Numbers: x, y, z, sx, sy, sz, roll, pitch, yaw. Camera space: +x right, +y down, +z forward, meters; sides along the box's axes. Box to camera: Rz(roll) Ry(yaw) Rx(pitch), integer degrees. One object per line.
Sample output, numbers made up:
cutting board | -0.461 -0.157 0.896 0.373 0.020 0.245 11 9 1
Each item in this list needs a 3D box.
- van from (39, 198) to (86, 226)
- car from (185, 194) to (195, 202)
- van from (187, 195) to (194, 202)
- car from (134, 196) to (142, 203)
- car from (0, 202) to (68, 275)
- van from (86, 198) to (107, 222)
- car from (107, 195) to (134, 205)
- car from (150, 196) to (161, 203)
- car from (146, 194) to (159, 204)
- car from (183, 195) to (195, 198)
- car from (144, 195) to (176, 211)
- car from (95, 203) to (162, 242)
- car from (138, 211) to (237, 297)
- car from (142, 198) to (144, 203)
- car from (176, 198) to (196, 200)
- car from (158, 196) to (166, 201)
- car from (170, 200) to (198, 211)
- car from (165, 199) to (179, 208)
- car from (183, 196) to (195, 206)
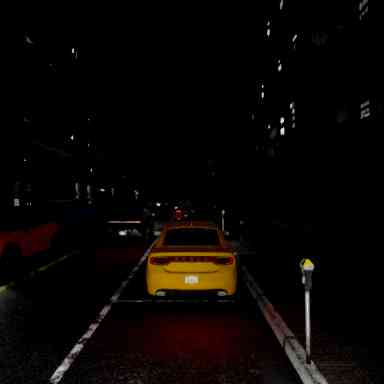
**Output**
van | -8.312 1.359 20.753 1.690 1.788 3.998 2 0 0
car | -0.473 1.521 81.536 2.192 1.841 5.009 1 0 0
van | -0.474 1.576 87.068 1.690 1.788 3.998 1 0 0
car | -8.314 1.379 42.876 2.192 1.841 5.009 1 0 0
car | -5.871 1.358 10.371 2.097 1.767 4.553 0 0 0
van | -8.314 1.368 26.285 1.690 1.788 3.998 1 0 0
car | -8.314 1.366 37.346 2.192 1.841 5.009 1 0 0
car | -8.323 1.725 76.059 1.887 1.381 4.507 1 0 0
car | -8.317 1.471 70.528 2.192 1.841 5.009 1 0 0
car | -0.429 1.490 37.286 1.967 1.590 4.097 1 0 0
car | -3.022 1.261 32.724 2.150 2.045 5.566 0 0 0
car | -2.922 1.504 16.437 2.128 1.511 4.902 0 0 0
car | -0.006 1.482 8.653 1.882 1.535 5.008 0 0 0
car | -8.321 1.660 53.938 1.947 1.339 4.313 1 0 0
car | -0.438 1.582 31.754 1.887 1.381 4.507 1 0 0
car | -8.326 1.847 92.652 1.802 1.307 4.206 1 0 0
car | -0.438 1.572 26.224 1.887 1.381 4.507 1 0 0
car | -2.922 1.681 49.214 1.895 1.301 4.718 0 0 0
car | -0.473 1.553 59.411 1.967 1.590 4.097 1 0 0
